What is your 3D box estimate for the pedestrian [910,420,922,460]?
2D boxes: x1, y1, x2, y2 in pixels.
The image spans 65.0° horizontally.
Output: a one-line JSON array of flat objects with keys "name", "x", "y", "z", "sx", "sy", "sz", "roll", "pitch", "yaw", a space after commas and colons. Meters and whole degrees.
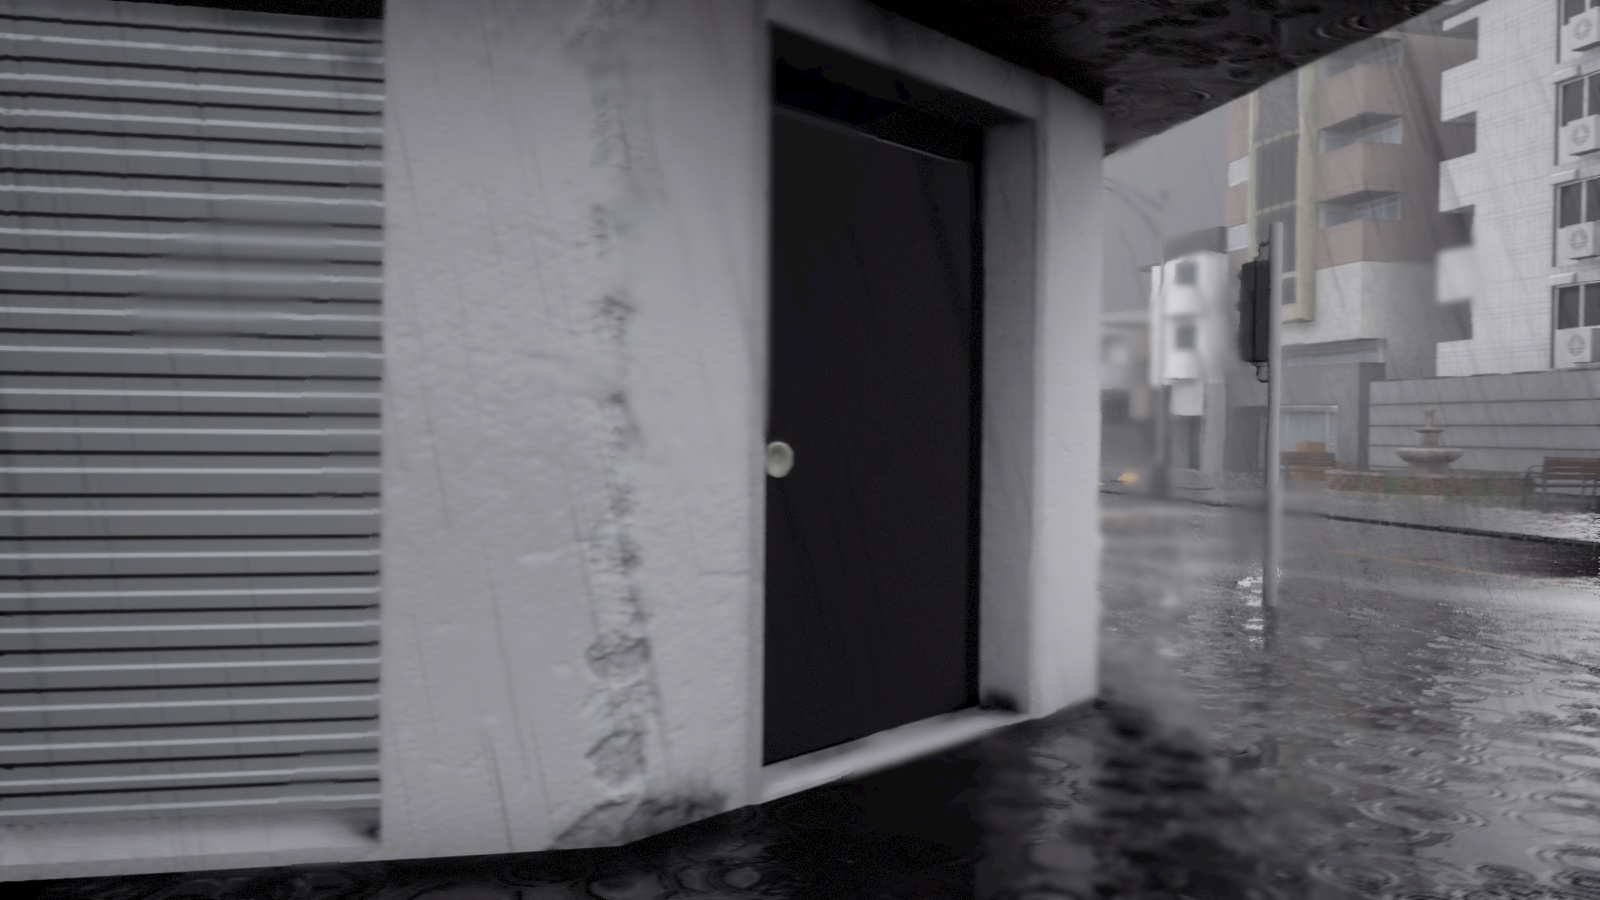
[{"name": "pedestrian", "x": 5.489, "y": -0.471, "z": 59.555, "sx": 0.331, "sy": 1.846, "sz": 0.634, "roll": -1, "pitch": 1, "yaw": -14}]
